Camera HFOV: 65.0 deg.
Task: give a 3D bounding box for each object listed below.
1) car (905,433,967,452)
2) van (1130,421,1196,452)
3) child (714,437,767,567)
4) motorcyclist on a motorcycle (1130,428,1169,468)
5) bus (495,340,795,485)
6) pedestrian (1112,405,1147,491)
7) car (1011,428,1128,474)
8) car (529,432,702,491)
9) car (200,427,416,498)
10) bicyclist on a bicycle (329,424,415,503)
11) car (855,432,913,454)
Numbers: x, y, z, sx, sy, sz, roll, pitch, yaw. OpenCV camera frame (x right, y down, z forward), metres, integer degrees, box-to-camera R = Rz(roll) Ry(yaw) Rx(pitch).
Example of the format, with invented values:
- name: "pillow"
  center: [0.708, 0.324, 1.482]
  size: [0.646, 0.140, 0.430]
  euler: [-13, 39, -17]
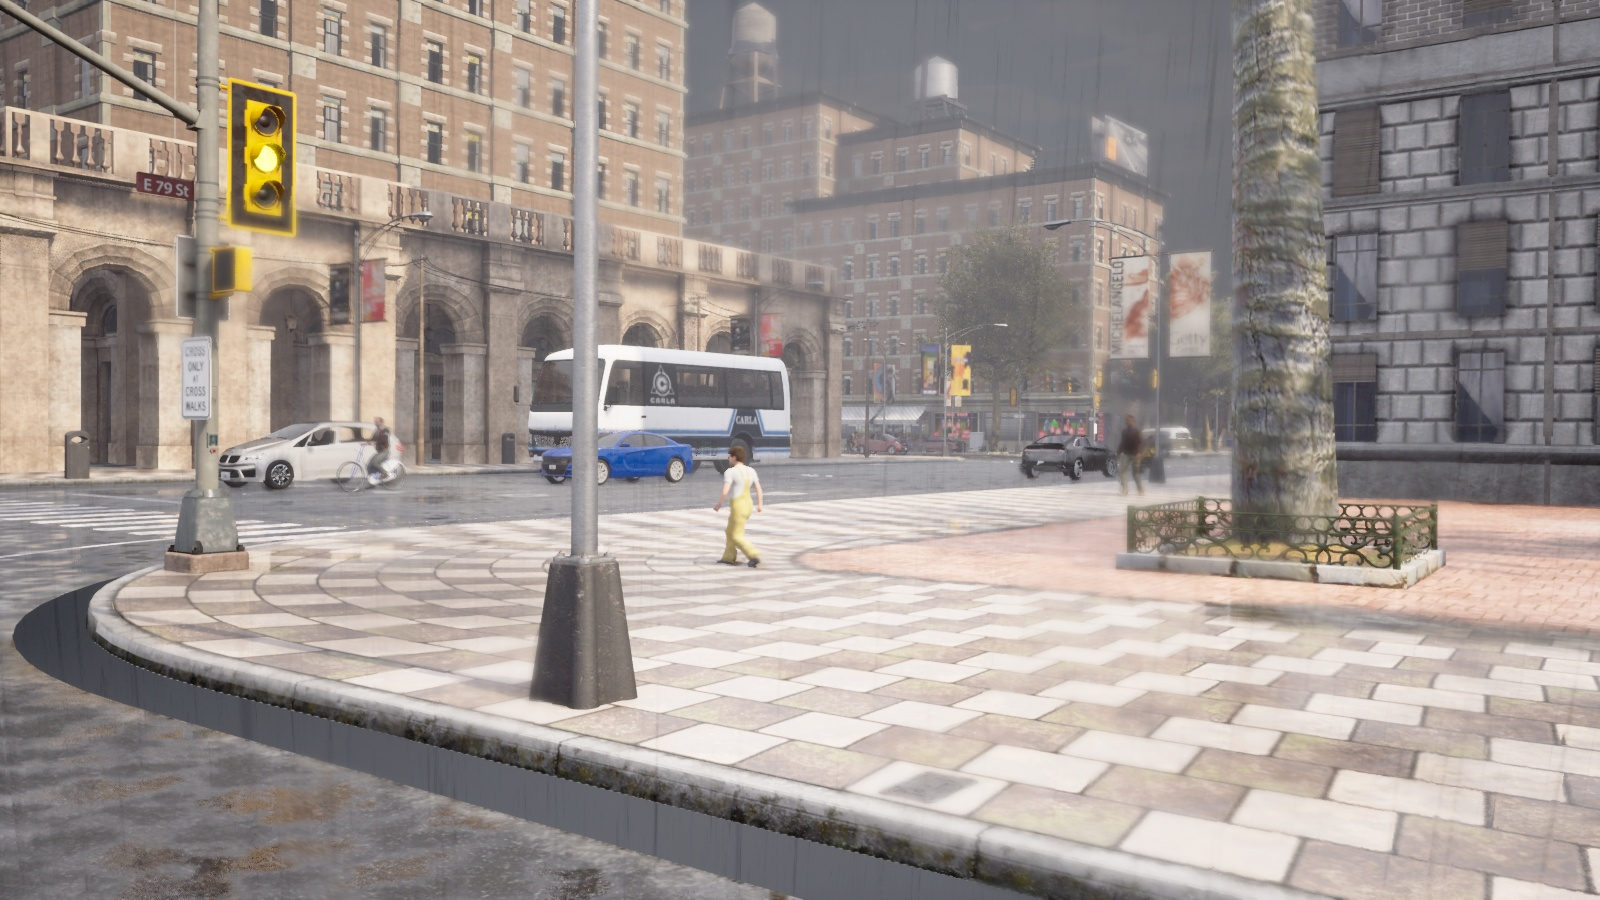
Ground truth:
- name: "car"
  center: [10.242, -0.589, 94.564]
  size: [4.181, 1.385, 1.994]
  euler: [0, 1, 36]
- name: "van"
  center: [24.737, -0.939, 85.689]
  size: [2.069, 2.038, 4.480]
  euler: [0, 1, -20]
- name: "child"
  center: [-0.594, 0.503, 12.481]
  size: [0.437, 1.263, 0.270]
  euler: [0, 1, 36]
- name: "motorcyclist on a motorcycle"
  center: [13.839, -0.091, 49.729]
  size: [0.797, 1.523, 2.044]
  euler: [0, 1, 36]
- name: "bus"
  center: [-4.838, -1.177, 42.145]
  size: [3.944, 4.253, 10.273]
  euler: [0, 1, 37]
- name: "pedestrian"
  center: [7.185, -0.051, 27.368]
  size: [0.431, 1.840, 0.703]
  euler: [0, 1, 44]
- name: "car"
  center: [9.455, 0.005, 43.757]
  size: [2.128, 1.511, 4.902]
  euler: [0, 1, 37]
- name: "car"
  center: [-5.174, 0.266, 35.848]
  size: [1.882, 1.535, 5.008]
  euler: [0, 1, 37]
- name: "car"
  center: [-12.425, 0.252, 31.977]
  size: [2.242, 1.667, 4.611]
  euler: [0, 1, 37]
- name: "bicyclist on a bicycle"
  center: [-9.999, 0.291, 29.381]
  size: [0.659, 1.776, 1.843]
  euler: [0, 1, 37]
- name: "car"
  center: [5.854, -0.507, 87.856]
  size: [3.633, 1.501, 1.845]
  euler: [0, 1, 36]
